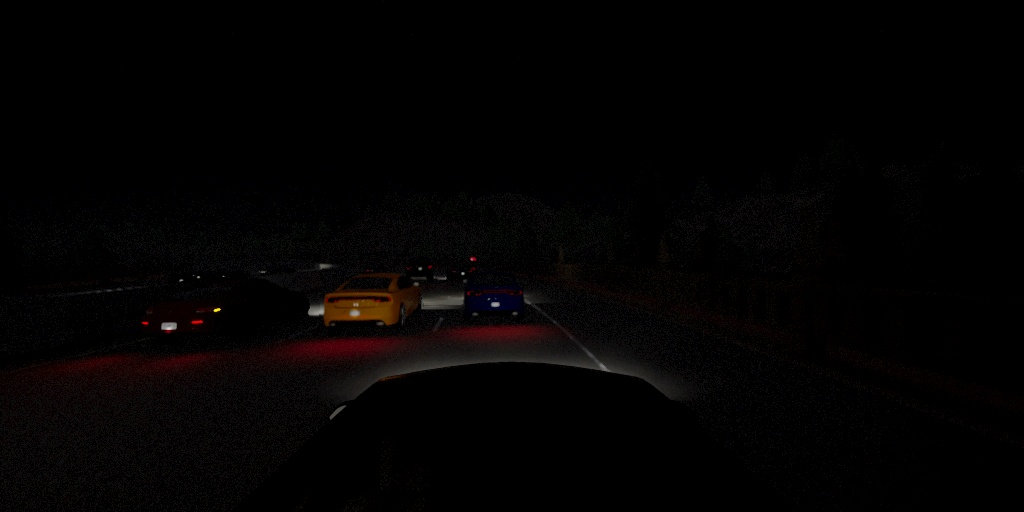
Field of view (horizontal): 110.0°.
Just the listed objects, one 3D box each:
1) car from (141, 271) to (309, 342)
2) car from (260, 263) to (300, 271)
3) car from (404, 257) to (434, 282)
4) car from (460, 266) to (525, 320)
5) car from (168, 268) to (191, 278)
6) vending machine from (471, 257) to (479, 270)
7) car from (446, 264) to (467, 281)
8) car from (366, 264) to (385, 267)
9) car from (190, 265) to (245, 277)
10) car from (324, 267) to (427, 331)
[{"bbox_3d":[-7.466,1.329,9.892,1.812,1.442,4.674,0,0,-5],"label":"car"},{"bbox_3d":[-18.674,1.506,29.013,1.994,1.385,4.181,0,0,-18],"label":"car"},{"bbox_3d":[-7.914,1.101,30.477,2.150,2.045,5.566,0,0,-17],"label":"car"},{"bbox_3d":[-0.730,1.258,12.824,1.882,1.535,5.008,0,0,-6],"label":"car"},{"bbox_3d":[-26.249,1.599,29.716,1.895,1.301,4.718,0,0,-20],"label":"car"},{"bbox_3d":[-5.673,1.157,54.743,1.100,2.100,0.880,0,0,-28],"label":"vending machine"},{"bbox_3d":[-4.608,1.427,31.411,1.994,1.385,4.181,0,0,-17],"label":"car"},{"bbox_3d":[-11.787,1.398,31.072,2.128,1.511,4.902,0,0,-17],"label":"car"},{"bbox_3d":[-21.677,1.553,27.093,1.895,1.301,4.718,0,0,-18],"label":"car"},{"bbox_3d":[-4.092,1.269,11.302,1.882,1.535,5.008,0,0,-5],"label":"car"}]
